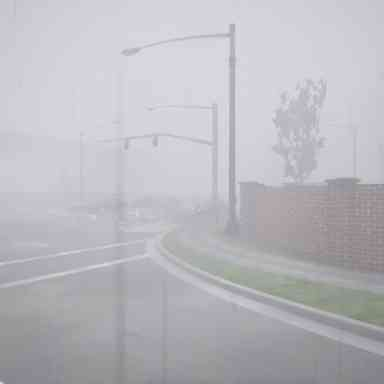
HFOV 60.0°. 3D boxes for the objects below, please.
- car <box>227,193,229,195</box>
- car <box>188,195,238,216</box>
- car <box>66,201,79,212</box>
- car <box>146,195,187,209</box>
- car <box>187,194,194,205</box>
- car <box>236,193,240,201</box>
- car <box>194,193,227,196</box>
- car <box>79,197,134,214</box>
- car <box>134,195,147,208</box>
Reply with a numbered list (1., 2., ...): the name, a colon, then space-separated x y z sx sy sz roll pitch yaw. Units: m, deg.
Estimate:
1. car: 5.921 0.884 59.191 1.837 1.490 4.892 0 1 37
2. car: 1.992 1.333 30.415 1.812 1.442 4.674 0 1 37
3. car: -11.389 1.362 36.243 1.812 1.442 4.674 0 1 37
4. car: -3.090 1.253 41.457 1.812 1.442 4.674 0 1 37
5. car: -0.286 1.057 50.988 1.882 1.535 5.008 0 1 37
6. car: 8.914 0.880 57.343 1.837 1.490 4.892 0 1 37
7. car: 2.814 1.174 49.293 1.895 1.301 4.718 0 1 37
8. car: -8.654 1.342 34.061 1.837 1.490 4.892 0 1 36
9. car: -6.003 1.233 43.401 1.837 1.490 4.892 0 1 37
